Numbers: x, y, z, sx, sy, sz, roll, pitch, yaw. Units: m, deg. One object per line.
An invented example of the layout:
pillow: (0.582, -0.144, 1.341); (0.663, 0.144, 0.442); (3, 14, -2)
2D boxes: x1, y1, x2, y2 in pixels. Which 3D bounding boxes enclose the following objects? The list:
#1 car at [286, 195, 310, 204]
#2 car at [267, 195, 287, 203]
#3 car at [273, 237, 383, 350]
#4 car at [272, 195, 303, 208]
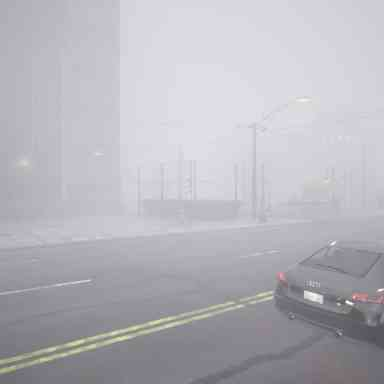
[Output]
car: (20.261, 1.420, 63.769); (4.674, 1.452, 2.002); (0, 0, -36)
car: (17.356, 1.452, 67.771); (3.806, 1.475, 1.970); (0, 0, -36)
car: (3.480, 1.564, 6.227); (4.181, 1.385, 1.994); (0, 0, -35)
car: (13.347, 1.254, 44.710); (4.553, 1.767, 2.185); (0, 0, -36)
